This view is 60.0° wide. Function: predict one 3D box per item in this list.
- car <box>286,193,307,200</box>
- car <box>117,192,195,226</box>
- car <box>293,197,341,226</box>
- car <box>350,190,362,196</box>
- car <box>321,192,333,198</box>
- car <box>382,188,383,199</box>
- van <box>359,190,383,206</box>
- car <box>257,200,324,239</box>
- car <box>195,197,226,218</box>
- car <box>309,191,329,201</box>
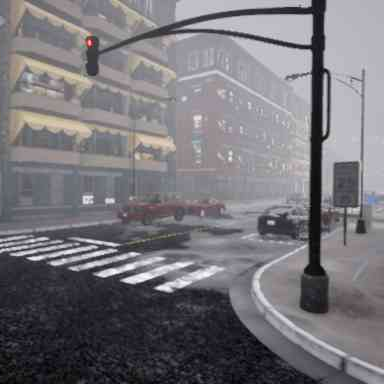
[{"bbox_3d":[13.716,0.769,43.361,1.947,1.339,4.313,2,2,35],"label":"car"},{"bbox_3d":[-2.294,0.922,20.565,2.192,1.841,5.009,2,2,35],"label":"car"},{"bbox_3d":[7.738,1.241,20.282,1.802,1.307,4.206,2,2,35],"label":"car"},{"bbox_3d":[39.337,0.141,79.823,1.802,1.307,4.206,2,2,35],"label":"car"},{"bbox_3d":[13.331,0.987,32.760,1.994,1.385,4.181,1,1,35],"label":"car"},{"bbox_3d":[36.567,0.247,61.294,2.192,1.841,5.009,2,2,35],"label":"car"},{"bbox_3d":[20.553,0.676,38.507,1.690,1.788,3.998,2,2,35],"label":"van"},{"bbox_3d":[4.535,1.305,15.724,1.947,1.339,4.313,2,2,35],"label":"car"},{"bbox_3d":[0.905,1.071,25.130,1.887,1.381,4.507,2,2,35],"label":"car"},{"bbox_3d":[20.121,0.607,52.476,1.947,1.339,4.313,2,2,35],"label":"car"}]
